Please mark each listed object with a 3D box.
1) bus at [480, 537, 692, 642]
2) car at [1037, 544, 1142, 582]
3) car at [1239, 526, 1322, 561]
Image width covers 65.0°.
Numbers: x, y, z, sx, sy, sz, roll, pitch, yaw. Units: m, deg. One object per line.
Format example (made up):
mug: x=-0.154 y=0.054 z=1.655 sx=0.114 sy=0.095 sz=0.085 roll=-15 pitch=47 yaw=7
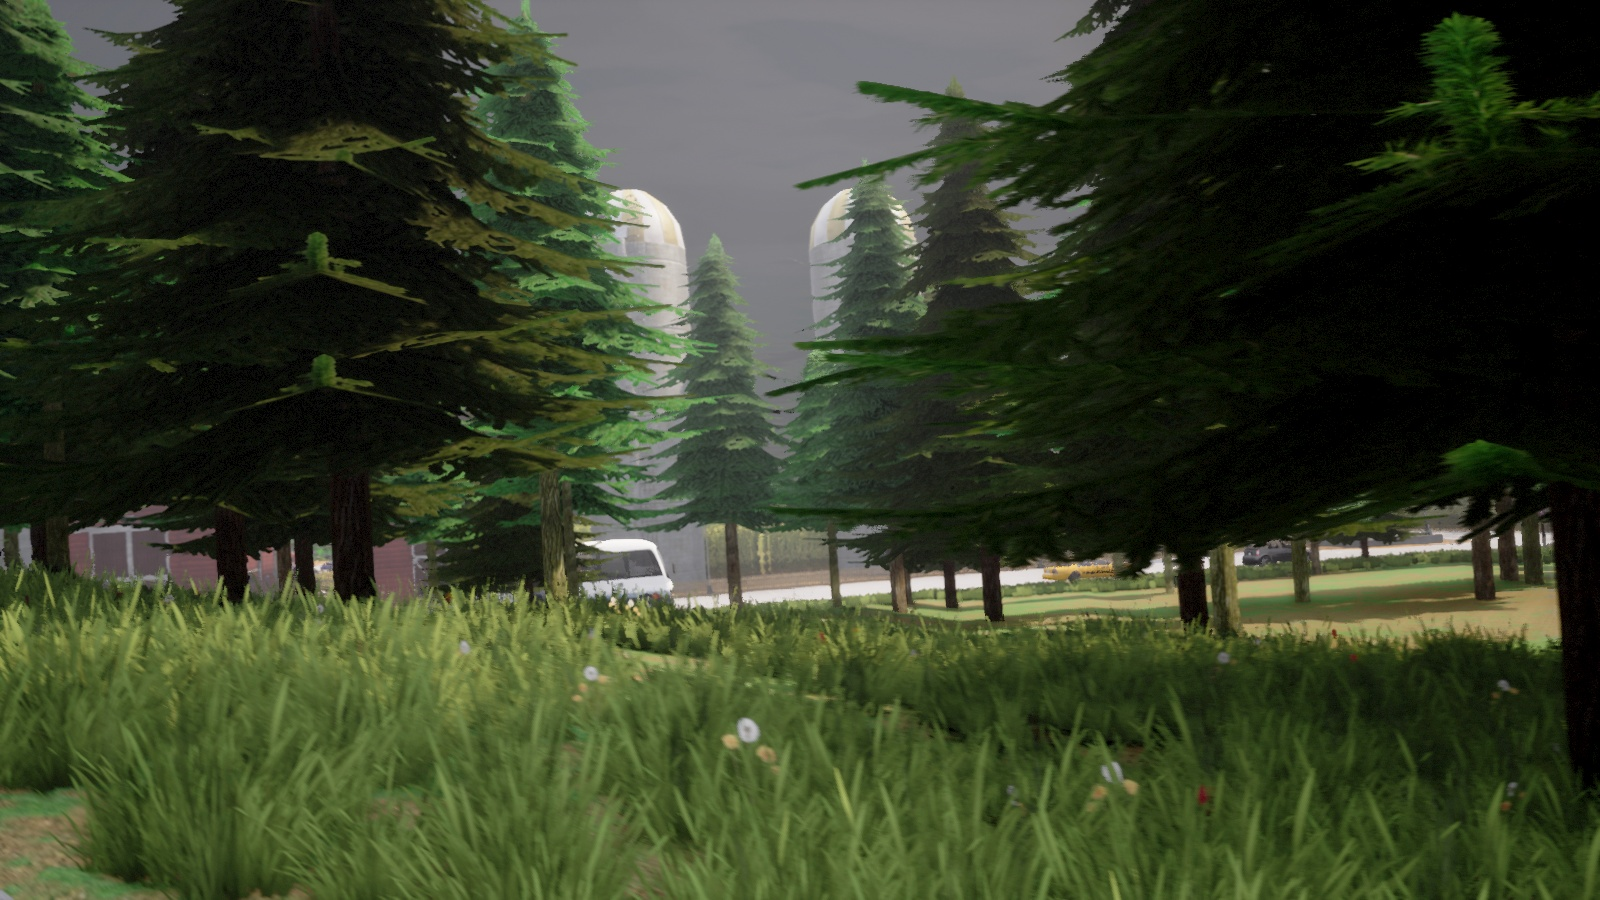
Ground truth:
bus: x=-11.099 y=7.141 z=65.269 sx=10.273 sy=4.253 sz=3.944 roll=-4 pitch=-2 yaw=-12
car: x=16.325 y=6.367 z=70.856 sx=5.366 sy=1.575 sz=1.801 roll=-4 pitch=-2 yaw=-12
car: x=28.025 y=5.433 z=73.274 sx=3.988 sy=1.617 sz=1.851 roll=-4 pitch=-2 yaw=-12
